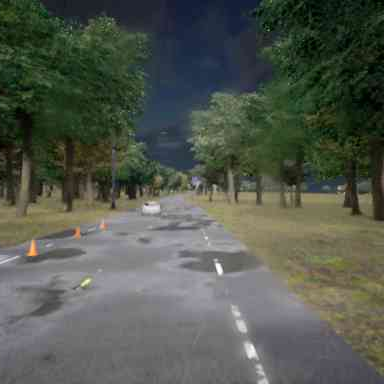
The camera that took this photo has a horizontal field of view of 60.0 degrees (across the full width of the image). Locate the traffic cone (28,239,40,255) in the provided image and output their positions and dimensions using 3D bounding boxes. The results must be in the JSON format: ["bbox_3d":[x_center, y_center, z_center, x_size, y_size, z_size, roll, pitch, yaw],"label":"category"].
[{"bbox_3d":[-5.857,2.019,12.265,0.340,0.580,0.340,0,0,-1],"label":"traffic cone"}]

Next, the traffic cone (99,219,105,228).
[{"bbox_3d":[-5.986,2.073,22.242,0.340,0.580,0.340,0,0,-1],"label":"traffic cone"}]

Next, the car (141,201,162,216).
[{"bbox_3d":[-4.350,1.717,34.871,1.812,1.442,4.674,0,-1,-11],"label":"car"}]
